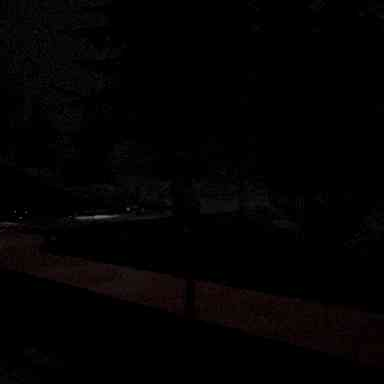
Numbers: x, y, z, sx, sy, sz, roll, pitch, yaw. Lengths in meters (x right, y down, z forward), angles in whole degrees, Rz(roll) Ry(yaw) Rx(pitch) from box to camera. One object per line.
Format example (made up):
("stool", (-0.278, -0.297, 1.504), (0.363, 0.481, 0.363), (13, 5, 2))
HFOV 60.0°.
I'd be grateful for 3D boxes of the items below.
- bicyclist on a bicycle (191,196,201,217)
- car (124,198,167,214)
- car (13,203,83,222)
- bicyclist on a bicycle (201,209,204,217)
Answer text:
("bicyclist on a bicycle", (-0.402, 1.164, 25.859), (1.656, 1.620, 0.582), (0, 0, 15))
("car", (-4.590, 1.363, 33.334), (2.128, 1.511, 4.902), (0, 0, 36))
("car", (-10.663, 1.472, 24.861), (1.895, 1.301, 4.718), (0, 0, 35))
("bicyclist on a bicycle", (0.161, 1.164, 26.341), (1.656, 1.620, 0.582), (0, 0, 22))
